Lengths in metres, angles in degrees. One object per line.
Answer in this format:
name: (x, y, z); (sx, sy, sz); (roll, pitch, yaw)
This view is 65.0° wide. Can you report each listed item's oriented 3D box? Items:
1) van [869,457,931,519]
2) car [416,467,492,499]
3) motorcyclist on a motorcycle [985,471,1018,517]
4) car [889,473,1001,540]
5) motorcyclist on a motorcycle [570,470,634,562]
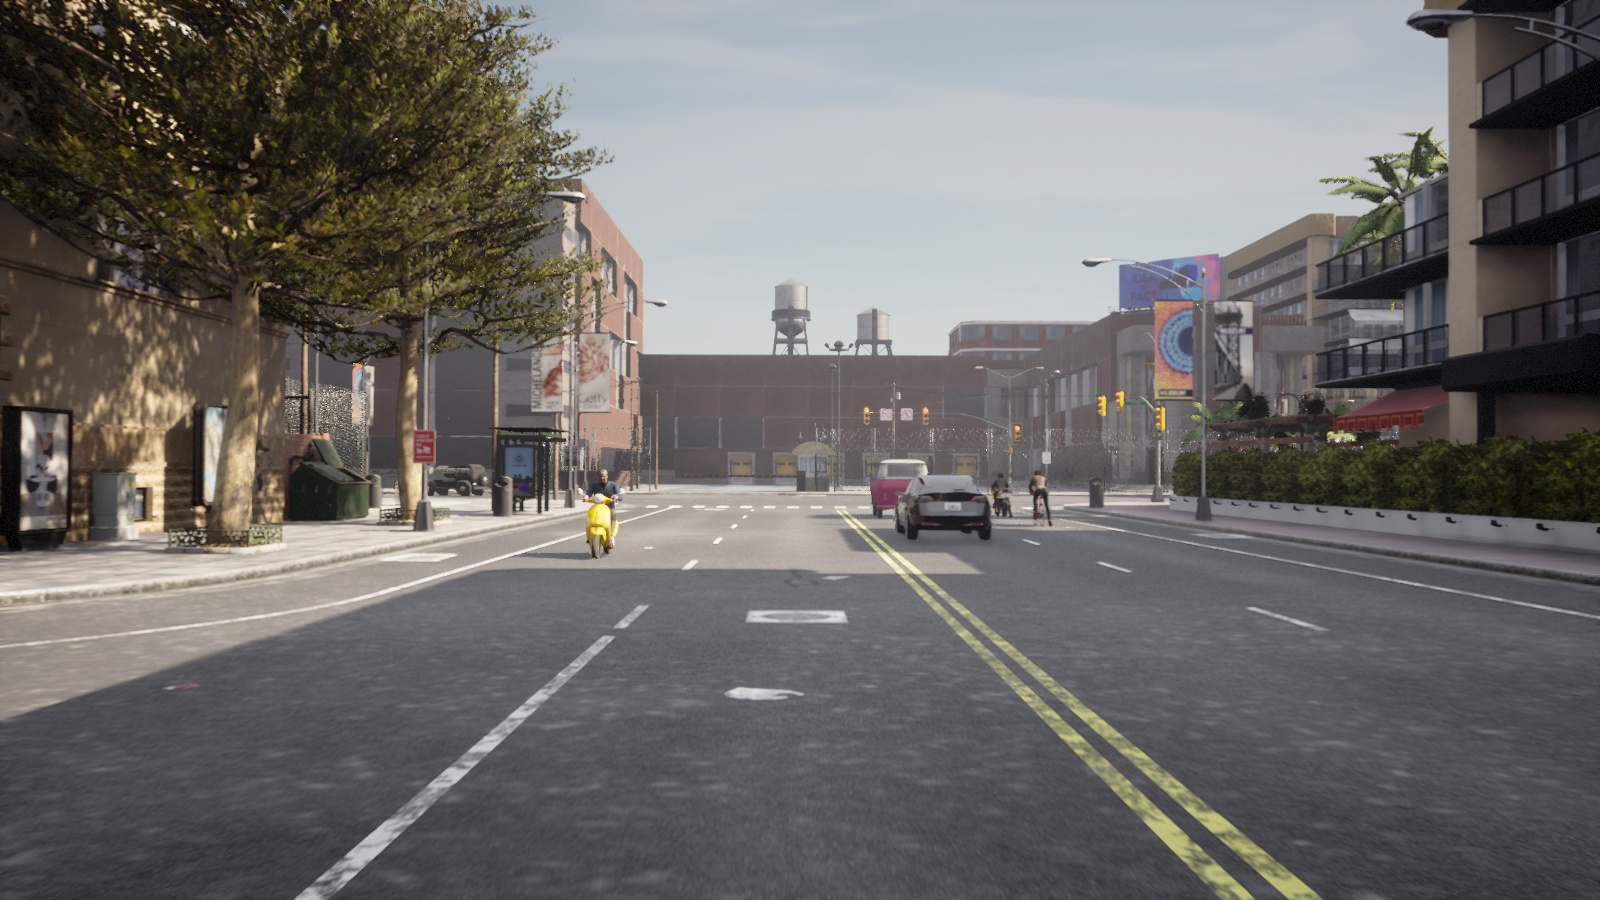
van: (3.392, 1.278, 43.248); (1.775, 1.987, 4.442); (0, -1, 0)
car: (-20.286, 1.926, 73.756); (3.866, 1.878, 1.905); (0, -1, 14)
motorcyclist on a motorcycle: (6.897, 1.491, 43.105); (0.797, 1.523, 2.044); (0, -1, 0)
car: (3.425, 1.312, 30.564); (2.163, 1.488, 4.792); (0, -1, 0)
motorcyclist on a motorcycle: (-3.556, 1.162, 22.678); (0.866, 1.590, 1.817); (0, -1, 0)
